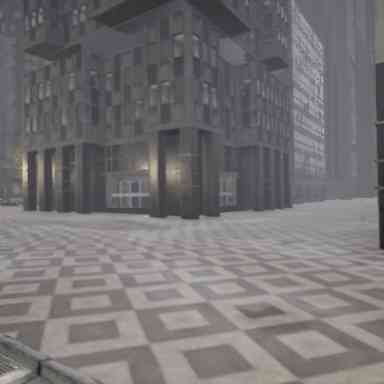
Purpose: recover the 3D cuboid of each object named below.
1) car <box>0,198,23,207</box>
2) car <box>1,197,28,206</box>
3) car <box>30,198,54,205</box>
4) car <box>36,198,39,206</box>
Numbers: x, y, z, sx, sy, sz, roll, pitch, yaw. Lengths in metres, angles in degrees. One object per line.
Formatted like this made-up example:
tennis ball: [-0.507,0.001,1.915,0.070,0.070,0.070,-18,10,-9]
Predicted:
car: [-29.801,1.793,53.478,1.947,1.339,4.313,-1,0,35]
car: [-33.615,1.802,62.964,1.967,1.590,4.097,-1,0,35]
car: [-30.410,1.931,67.606,1.802,1.307,4.206,-1,0,35]
car: [-26.599,1.778,58.119,1.947,1.339,4.313,-1,0,35]
